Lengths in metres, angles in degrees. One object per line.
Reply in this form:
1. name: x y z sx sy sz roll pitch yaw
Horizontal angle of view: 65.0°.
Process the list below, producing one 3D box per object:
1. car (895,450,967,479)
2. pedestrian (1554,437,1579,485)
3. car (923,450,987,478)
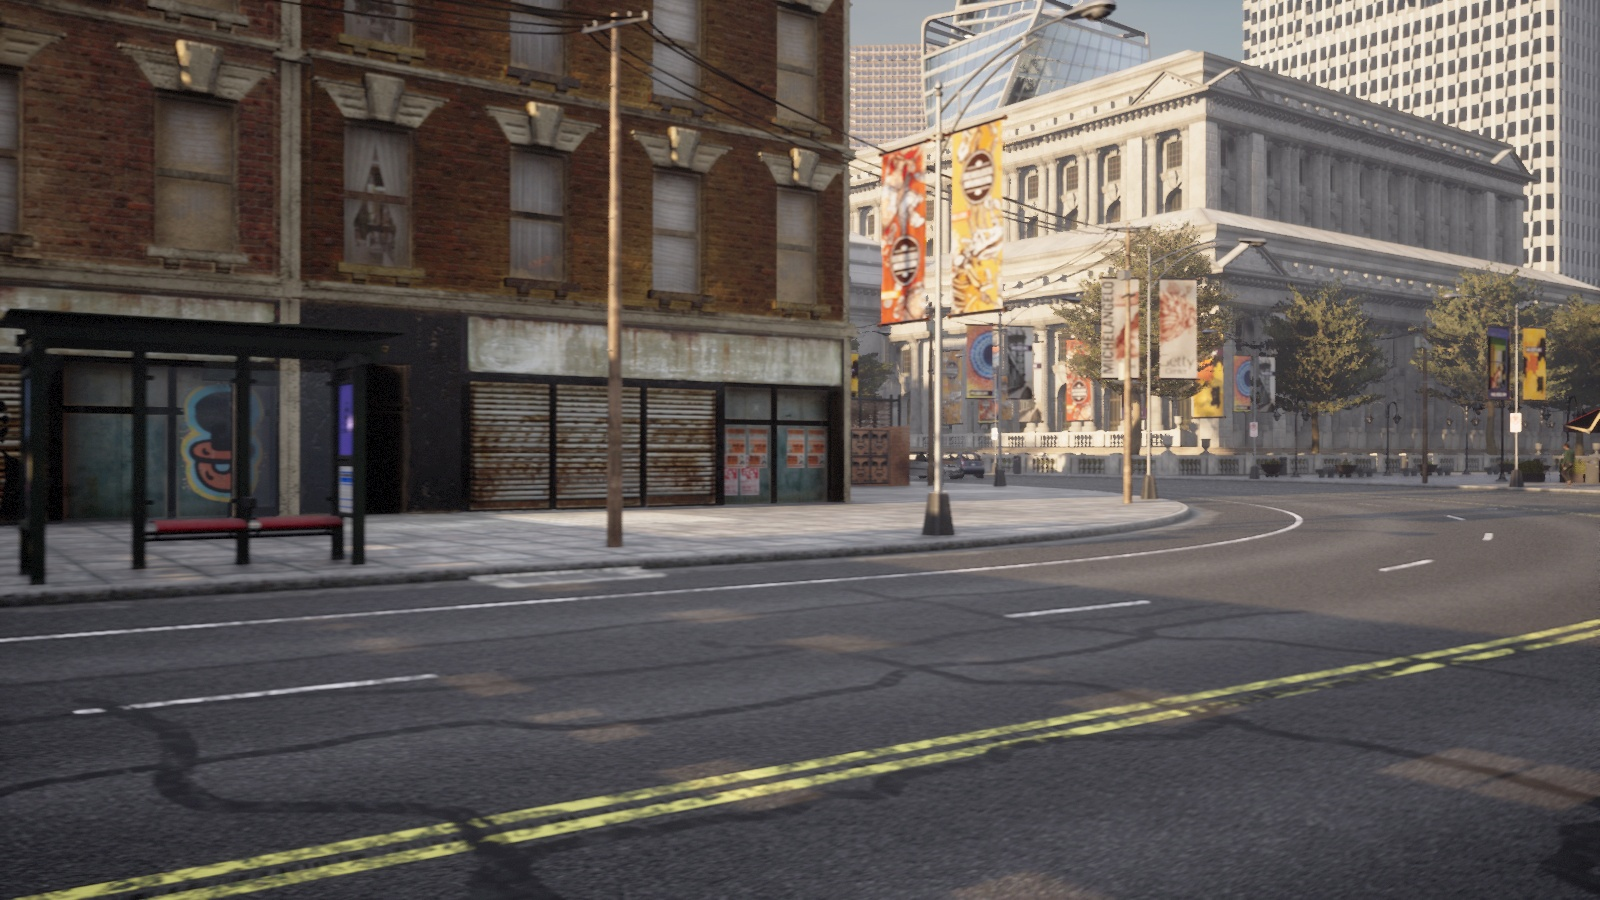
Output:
1. car: 7.311 0.798 70.462 1.851 1.617 3.988 0 0 -35
2. pedestrian: 31.590 0.449 51.729 0.423 1.949 0.788 0 0 -19
3. car: 9.151 0.803 74.609 1.851 1.617 3.988 0 0 -27
